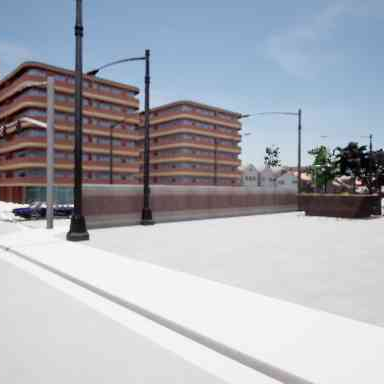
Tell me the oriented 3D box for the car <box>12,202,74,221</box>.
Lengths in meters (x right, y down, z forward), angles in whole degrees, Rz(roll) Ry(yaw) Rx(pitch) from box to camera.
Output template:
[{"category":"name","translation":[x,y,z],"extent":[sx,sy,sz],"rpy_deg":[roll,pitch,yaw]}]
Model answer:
[{"category":"car","translation":[-10.565,1.382,24.794],"extent":[4.718,1.301,1.895],"rpy_deg":[0,0,-43]}]
